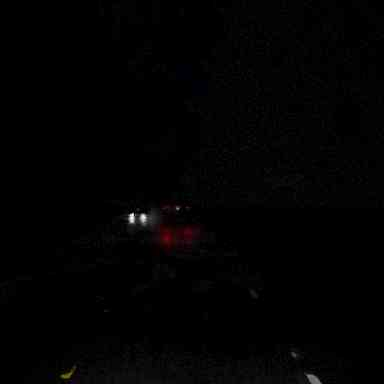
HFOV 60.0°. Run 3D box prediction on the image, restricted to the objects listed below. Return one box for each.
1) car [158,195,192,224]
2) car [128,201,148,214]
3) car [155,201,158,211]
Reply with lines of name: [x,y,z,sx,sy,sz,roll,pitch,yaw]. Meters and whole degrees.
car: [-1.285,1.258,25.365,2.150,2.045,5.566,0,-1,-7]
car: [-5.941,1.667,36.761,1.994,1.385,4.181,0,0,-9]
car: [-3.672,1.613,42.820,1.882,1.535,5.008,0,0,-9]
